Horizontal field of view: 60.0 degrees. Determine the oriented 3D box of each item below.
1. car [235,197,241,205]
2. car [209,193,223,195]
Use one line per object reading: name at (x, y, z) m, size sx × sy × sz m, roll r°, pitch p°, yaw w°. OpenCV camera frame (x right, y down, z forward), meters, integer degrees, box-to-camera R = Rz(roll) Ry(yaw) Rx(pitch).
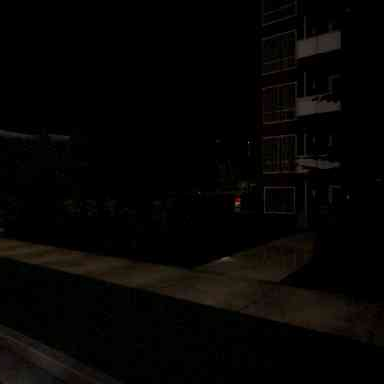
car at (9.302, 1.478, 58.069) m, size 1.882 × 1.535 × 5.008 m, roll 0°, pitch 0°, yaw 36°
car at (4.629, 1.223, 57.416) m, size 2.150 × 2.045 × 5.566 m, roll 0°, pitch 0°, yaw 36°
